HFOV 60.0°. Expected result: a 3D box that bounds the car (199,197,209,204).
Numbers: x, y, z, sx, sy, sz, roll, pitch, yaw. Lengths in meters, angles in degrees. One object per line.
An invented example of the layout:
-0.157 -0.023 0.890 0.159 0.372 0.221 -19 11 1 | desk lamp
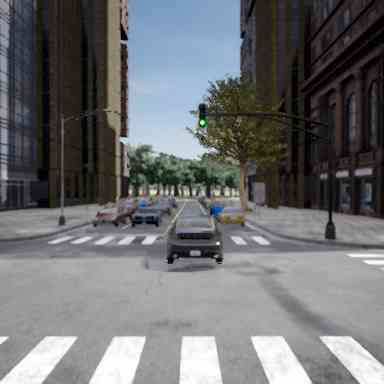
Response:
2.715 1.873 74.947 2.008 1.369 4.403 0 0 0 | car

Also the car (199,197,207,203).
2.712 1.922 80.627 1.802 1.307 4.206 0 0 0 | car

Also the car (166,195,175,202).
-5.821 1.689 91.978 2.192 1.841 5.009 0 0 0 | car

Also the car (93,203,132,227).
-5.783 1.710 23.821 1.802 1.307 4.206 -1 0 0 | car

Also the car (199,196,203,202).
2.724 1.816 57.911 2.008 1.369 4.403 -1 0 0 | car

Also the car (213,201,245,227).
2.742 1.655 24.004 1.752 1.417 4.829 -1 0 0 | car

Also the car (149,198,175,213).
-3.107 1.685 35.239 1.837 1.490 4.892 0 0 0 | car

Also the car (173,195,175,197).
-5.816 1.902 86.298 1.887 1.381 4.507 0 0 0 | car

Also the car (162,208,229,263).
0.101 1.569 12.335 1.837 1.490 4.892 0 0 0 | car

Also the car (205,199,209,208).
2.736 1.747 35.194 1.947 1.339 4.313 -1 0 0 | car

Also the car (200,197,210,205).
2.718 1.854 69.269 2.008 1.369 4.403 -1 0 0 | car

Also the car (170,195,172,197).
-5.807 1.847 69.259 1.887 1.381 4.507 0 0 0 | car

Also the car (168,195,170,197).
-5.805 1.724 63.580 1.967 1.590 4.097 0 0 0 | car

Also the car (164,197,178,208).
-3.083 1.839 50.286 1.895 1.301 4.718 0 0 0 | car

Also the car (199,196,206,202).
2.709 1.883 86.476 1.752 1.417 4.829 0 0 0 | car

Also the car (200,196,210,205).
2.727 1.790 52.232 1.887 1.381 4.507 -1 0 0 | car

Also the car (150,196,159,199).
-5.794 1.518 40.862 2.192 1.841 5.009 -1 0 0 | car

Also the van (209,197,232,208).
2.737 1.497 29.515 1.690 1.788 3.998 -1 0 0 | van

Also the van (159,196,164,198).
-5.803 1.606 57.901 1.690 1.788 3.998 0 0 0 | van

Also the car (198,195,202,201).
2.719 1.599 63.590 2.192 1.841 5.009 -1 0 0 | car

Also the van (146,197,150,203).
-5.791 1.521 35.183 1.690 1.788 3.998 -1 0 0 | van

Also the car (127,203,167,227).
-3.108 1.730 23.820 1.895 1.301 4.718 0 0 0 | car

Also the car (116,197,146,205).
-5.789 1.470 29.503 2.192 1.841 5.009 -1 0 0 | car

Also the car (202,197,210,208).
2.730 1.751 46.723 1.752 1.417 4.829 -1 0 0 | car
